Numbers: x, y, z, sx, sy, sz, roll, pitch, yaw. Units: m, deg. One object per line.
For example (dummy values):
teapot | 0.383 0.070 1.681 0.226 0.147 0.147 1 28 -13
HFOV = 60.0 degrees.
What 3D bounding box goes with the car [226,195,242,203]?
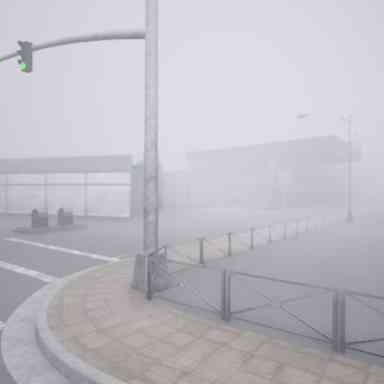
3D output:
car | 7.564 1.318 62.732 2.242 1.667 4.611 0 0 36
